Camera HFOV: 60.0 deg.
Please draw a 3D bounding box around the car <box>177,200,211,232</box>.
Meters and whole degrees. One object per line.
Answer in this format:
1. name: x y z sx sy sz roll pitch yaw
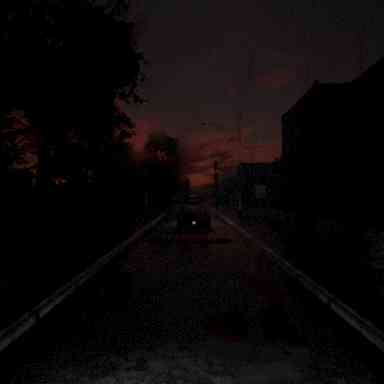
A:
1. car: 0.105 1.516 20.391 1.882 1.535 5.008 0 0 0
